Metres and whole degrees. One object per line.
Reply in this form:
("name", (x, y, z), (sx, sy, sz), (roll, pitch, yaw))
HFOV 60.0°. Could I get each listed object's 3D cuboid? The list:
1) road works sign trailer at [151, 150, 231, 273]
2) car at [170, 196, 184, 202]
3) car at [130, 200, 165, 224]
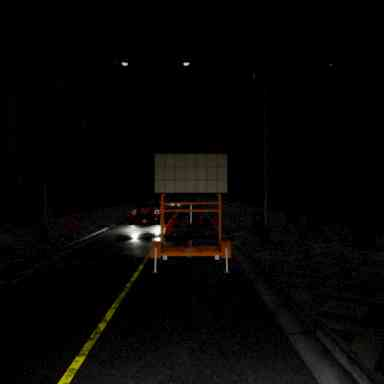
("road works sign trailer", (-0.029, 0.467, 10.668), (2.380, 3.560, 2.880), (0, 0, 0))
("car", (-3.215, 1.644, 66.104), (2.033, 1.411, 5.357), (0, 0, 0))
("car", (-3.173, 1.363, 24.427), (2.097, 1.767, 4.553), (0, 0, 0))
